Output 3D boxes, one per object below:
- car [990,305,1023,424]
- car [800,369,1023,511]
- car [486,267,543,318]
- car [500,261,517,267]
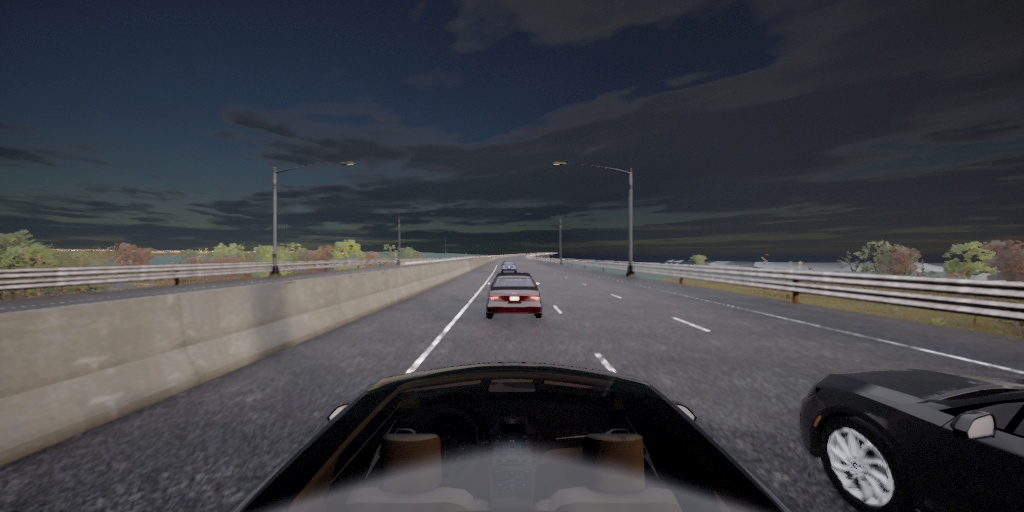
[{"bbox_3d":[7.092,1.312,2.476,1.994,1.385,4.181,0,0,0],"label":"car"},{"bbox_3d":[3.593,1.254,1.321,1.837,1.490,4.892,0,0,0],"label":"car"},{"bbox_3d":[0.054,1.294,13.018,2.033,1.411,5.357,0,0,0],"label":"car"},{"bbox_3d":[-0.380,1.262,42.033,2.033,1.411,5.357,0,0,-1],"label":"car"}]
